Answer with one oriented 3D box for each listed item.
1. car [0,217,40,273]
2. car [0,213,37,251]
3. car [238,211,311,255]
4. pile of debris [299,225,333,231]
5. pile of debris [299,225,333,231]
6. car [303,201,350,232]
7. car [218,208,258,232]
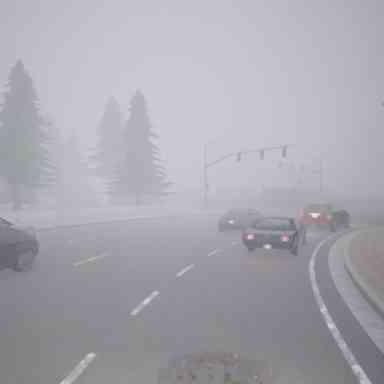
[{"bbox_3d":[-5.837,1.525,8.282,1.812,1.442,4.674,0,0,14],"label":"car"},{"bbox_3d":[-8.345,1.601,12.436,1.895,1.301,4.718,0,0,18],"label":"car"},{"bbox_3d":[3.584,1.657,13.764,1.895,1.301,4.718,0,0,25],"label":"car"},{"bbox_3d":[7.876,2.272,21.130,1.500,0.140,1.860,0,0,39],"label":"pile of debris"},{"bbox_3d":[7.876,2.272,21.130,1.500,0.140,1.860,0,0,39],"label":"pile of debris"},{"bbox_3d":[8.535,1.452,21.255,2.097,1.767,4.553,0,0,38],"label":"car"},{"bbox_3d":[3.189,1.636,20.048,1.994,1.385,4.181,0,0,31],"label":"car"}]
